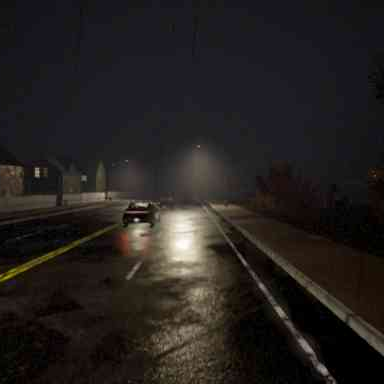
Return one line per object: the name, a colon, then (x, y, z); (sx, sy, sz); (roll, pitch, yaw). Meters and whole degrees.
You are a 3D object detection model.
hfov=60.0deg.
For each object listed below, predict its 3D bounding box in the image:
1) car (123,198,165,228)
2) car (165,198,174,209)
car: (-3.141, 1.363, 21.330); (2.128, 1.511, 4.902); (0, 0, 0)
car: (-3.133, 1.346, 40.015); (1.895, 1.301, 4.718); (0, 0, 0)
